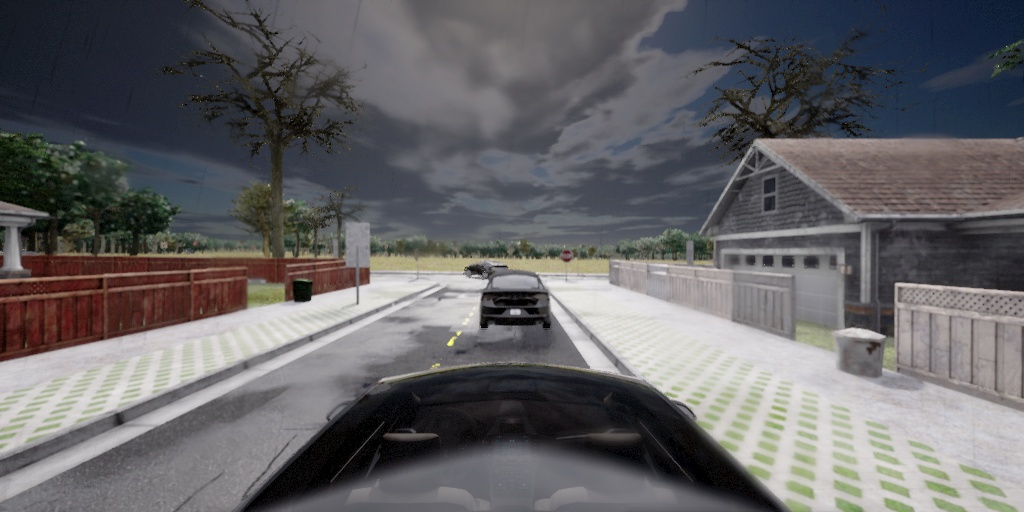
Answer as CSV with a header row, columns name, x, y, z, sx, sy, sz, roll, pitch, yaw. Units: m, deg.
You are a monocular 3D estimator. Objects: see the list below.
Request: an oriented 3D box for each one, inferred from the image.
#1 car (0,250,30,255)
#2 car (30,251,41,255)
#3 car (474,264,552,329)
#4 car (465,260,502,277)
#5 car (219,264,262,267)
name,x,y,z,sx,sy,sz,roll,pitch,yaw
car,-42.488,0.199,28.300,5.566,2.045,2.150,1,1,0
car,-43.662,0.281,31.159,4.553,1.767,2.097,1,1,-2
car,0.094,1.173,11.088,1.882,1.535,5.008,0,1,0
car,-2.169,1.076,29.550,2.128,1.511,4.902,1,0,-35
car,-20.246,0.870,28.414,5.357,1.411,2.033,1,1,0
